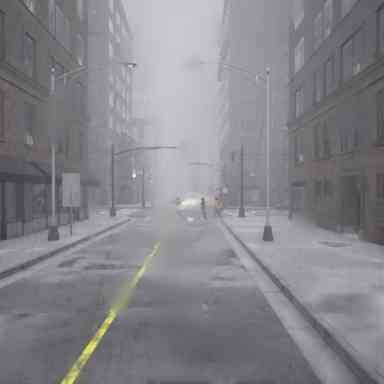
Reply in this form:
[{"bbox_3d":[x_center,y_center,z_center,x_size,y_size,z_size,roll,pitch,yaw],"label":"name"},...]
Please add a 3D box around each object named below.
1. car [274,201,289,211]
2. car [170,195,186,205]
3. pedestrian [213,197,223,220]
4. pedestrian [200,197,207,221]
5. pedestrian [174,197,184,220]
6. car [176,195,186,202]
[{"bbox_3d":[11.998,1.646,39.993,4.206,1.307,1.802,1,0,1],"label":"car"},{"bbox_3d":[-2.601,1.255,57.129,2.097,1.767,4.553,0,0,1],"label":"car"},{"bbox_3d":[2.012,1.269,25.881,0.375,1.860,0.375,0,0,0],"label":"pedestrian"},{"bbox_3d":[0.886,1.270,25.290,0.375,1.860,0.375,0,0,0],"label":"pedestrian"},{"bbox_3d":[-1.048,1.268,26.507,0.375,1.860,0.375,0,0,0],"label":"pedestrian"},{"bbox_3d":[-2.384,1.385,72.718,1.812,1.442,4.674,0,0,0],"label":"car"}]
